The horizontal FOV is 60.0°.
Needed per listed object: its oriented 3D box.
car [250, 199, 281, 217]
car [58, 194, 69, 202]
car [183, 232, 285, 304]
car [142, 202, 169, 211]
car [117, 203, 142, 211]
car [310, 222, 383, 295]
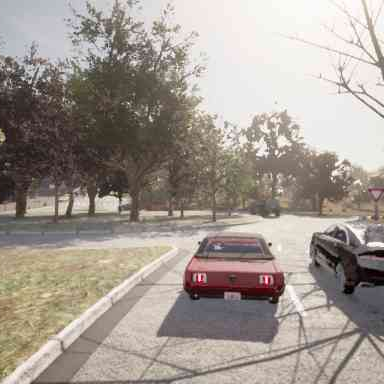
[{"bbox_3d":[8.915,1.922,40.784,2.150,2.045,5.566,0,-1,-9],"label":"car"},{"bbox_3d":[-33.190,1.851,84.911,1.946,1.575,5.366,0,2,-12],"label":"car"},{"bbox_3d":[1.055,1.638,8.289,1.895,1.301,4.718,0,-1,8],"label":"car"},{"bbox_3d":[-5.451,2.404,55.510,4.553,1.767,2.097,-1,-2,24],"label":"car"},{"bbox_3d":[-10.763,2.629,59.129,4.902,1.511,2.128,0,-1,-1],"label":"car"},{"bbox_3d":[4.413,1.524,8.678,2.128,1.511,4.902,0,-1,8],"label":"car"}]
